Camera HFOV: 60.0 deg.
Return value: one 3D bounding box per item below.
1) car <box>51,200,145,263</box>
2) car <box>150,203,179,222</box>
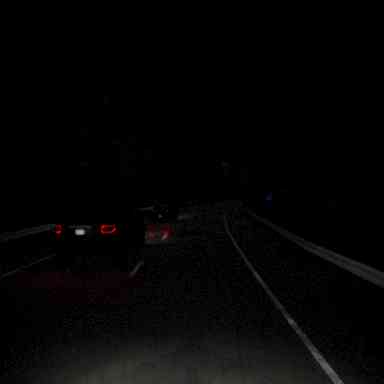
[{"bbox_3d":[-3.246,1.315,12.583,2.150,2.045,5.566,0,-1,2],"label":"car"},{"bbox_3d":[-2.299,1.707,28.606,2.128,1.511,4.902,0,0,5],"label":"car"}]
